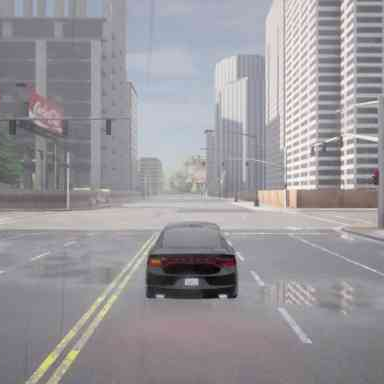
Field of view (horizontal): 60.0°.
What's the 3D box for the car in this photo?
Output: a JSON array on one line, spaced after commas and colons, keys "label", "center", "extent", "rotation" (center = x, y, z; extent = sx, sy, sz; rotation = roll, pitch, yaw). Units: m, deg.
[{"label": "car", "center": [0.001, 1.478, 8.499], "extent": [1.882, 1.535, 5.008], "rotation": [0, 0, 0]}]
